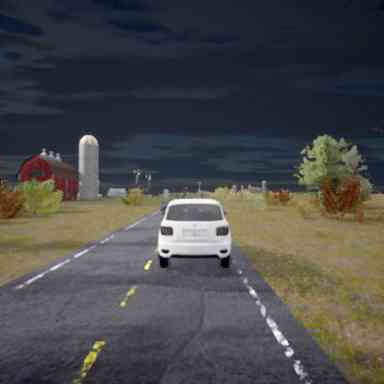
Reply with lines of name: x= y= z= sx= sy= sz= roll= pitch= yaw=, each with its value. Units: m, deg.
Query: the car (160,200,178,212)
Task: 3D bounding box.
car: x=-2.848 y=1.720 z=41.670 sx=1.994 sy=1.385 sz=4.181 roll=0 pitch=0 yaw=0

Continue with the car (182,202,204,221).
car: x=0.082 y=1.632 z=28.870 sx=1.812 sy=1.442 sz=4.674 roll=0 pitch=0 yaw=0

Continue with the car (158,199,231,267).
car: x=0.082 y=1.261 z=11.760 sx=2.150 sy=2.045 sz=5.566 roll=0 pitch=0 yaw=0
